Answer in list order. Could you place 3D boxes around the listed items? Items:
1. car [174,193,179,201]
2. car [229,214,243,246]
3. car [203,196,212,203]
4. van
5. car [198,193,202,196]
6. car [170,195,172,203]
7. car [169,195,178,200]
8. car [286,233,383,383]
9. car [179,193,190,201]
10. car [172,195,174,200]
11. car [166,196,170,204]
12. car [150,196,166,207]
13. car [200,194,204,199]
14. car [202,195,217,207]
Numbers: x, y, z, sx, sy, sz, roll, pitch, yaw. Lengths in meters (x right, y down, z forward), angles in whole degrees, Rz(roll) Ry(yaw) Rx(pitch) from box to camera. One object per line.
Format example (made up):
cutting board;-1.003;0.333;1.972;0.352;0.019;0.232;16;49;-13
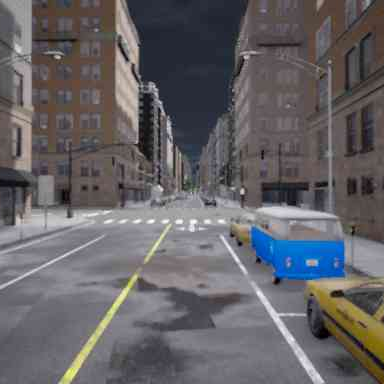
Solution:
car;-5.132;1.538;85.696;1.752;1.417;4.829;1;0;1
car;2.672;1.530;15.096;1.752;1.417;4.829;1;0;0
car;3.187;1.557;69.180;1.887;1.381;4.507;1;0;1
van;2.675;1.344;9.252;1.690;1.788;3.998;1;0;0
car;3.464;1.561;91.302;2.008;1.369;4.403;1;0;1
car;-5.408;1.565;63.750;2.008;1.369;4.403;1;0;1
car;-5.061;1.578;91.395;1.947;1.339;4.313;1;0;1
car;2.675;1.526;3.749;1.752;1.417;4.829;1;0;0
car;-2.249;1.367;88.285;2.097;1.767;4.553;0;0;1
car;-5.338;1.559;69.279;1.887;1.381;4.507;1;0;1
car;-5.477;1.579;58.221;1.947;1.339;4.313;1;0;1
car;-5.547;1.595;52.693;1.802;1.307;4.206;1;0;1
car;3.117;1.563;63.650;2.008;1.369;4.403;1;0;1
car;2.978;1.577;52.590;1.947;1.339;4.313;1;0;1
